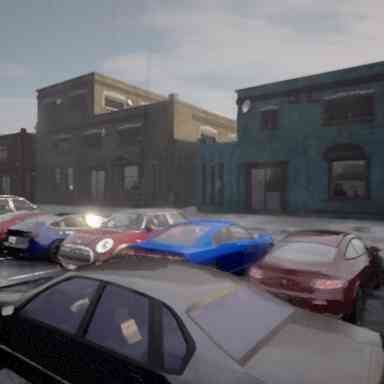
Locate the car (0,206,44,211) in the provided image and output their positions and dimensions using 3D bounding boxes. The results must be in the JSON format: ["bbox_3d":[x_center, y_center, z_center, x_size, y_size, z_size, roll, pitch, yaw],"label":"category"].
[{"bbox_3d":[-6.236,1.461,13.388,2.002,1.452,4.674,0,0,35],"label":"car"}]

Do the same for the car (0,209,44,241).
[{"bbox_3d":[-3.972,1.462,11.815,2.163,1.488,4.792,0,0,35],"label":"car"}]

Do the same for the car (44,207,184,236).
[{"bbox_3d":[-1.724,1.318,10.217,2.185,1.767,4.553,0,0,35],"label":"car"}]

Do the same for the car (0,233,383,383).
[{"bbox_3d":[-0.672,1.531,3.856,5.357,1.411,2.033,0,0,35],"label":"car"}]

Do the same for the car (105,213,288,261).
[{"bbox_3d":[0.501,1.454,8.588,2.097,1.535,5.008,0,0,35],"label":"car"}]

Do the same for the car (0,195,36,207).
[{"bbox_3d":[-8.463,1.160,15.012,2.435,2.045,5.566,0,0,35],"label":"car"}]
